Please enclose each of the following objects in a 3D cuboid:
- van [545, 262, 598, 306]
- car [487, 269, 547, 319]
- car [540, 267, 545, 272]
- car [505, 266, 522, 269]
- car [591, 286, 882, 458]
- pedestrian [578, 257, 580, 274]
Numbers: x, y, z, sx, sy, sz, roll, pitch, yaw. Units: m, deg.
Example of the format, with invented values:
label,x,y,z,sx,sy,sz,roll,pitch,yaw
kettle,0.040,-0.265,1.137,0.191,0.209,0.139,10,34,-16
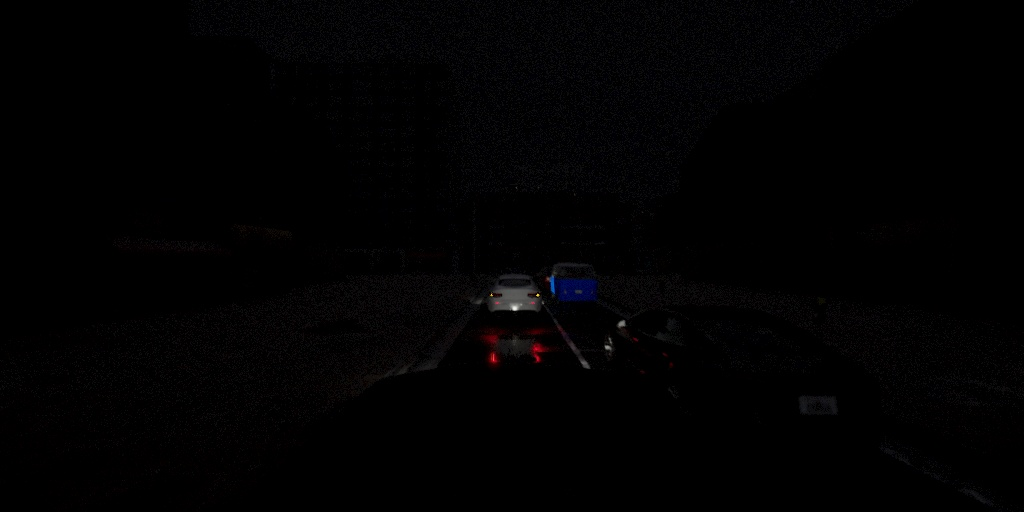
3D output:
label,x,y,z,sx,sy,sz,roll,pitch,yaw
van,2.632,1.193,16.042,1.690,1.789,3.998,0,0,0
car,0.085,1.357,13.143,1.812,1.442,4.674,0,-1,0
car,2.630,1.334,21.480,1.967,1.591,4.097,0,0,0
car,0.083,1.499,29.005,2.033,1.411,5.357,0,0,0
car,2.636,1.340,5.168,1.948,1.339,4.313,0,0,0
pedestrian,6.996,1.058,36.823,0.375,1.860,0.375,0,-1,0
